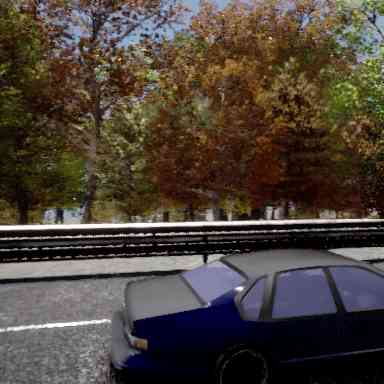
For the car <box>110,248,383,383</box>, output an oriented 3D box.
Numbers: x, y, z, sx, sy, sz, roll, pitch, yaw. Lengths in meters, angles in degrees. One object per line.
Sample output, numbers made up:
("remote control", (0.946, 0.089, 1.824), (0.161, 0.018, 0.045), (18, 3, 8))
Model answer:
("car", (1.629, 1.544, 4.615), (5.357, 1.411, 2.033), (0, 0, -13))
